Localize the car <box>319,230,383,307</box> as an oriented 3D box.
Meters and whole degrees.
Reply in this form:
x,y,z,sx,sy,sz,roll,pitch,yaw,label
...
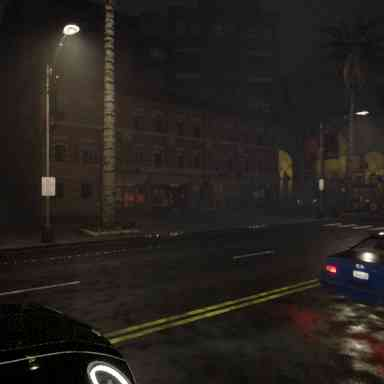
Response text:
x,y,z,sx,sy,sz,roll,pitch,yaw,label
5.093,1.547,7.473,5.357,1.411,2.033,0,0,-36,car

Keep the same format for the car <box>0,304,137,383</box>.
x,y,z,sx,sy,sz,roll,pitch,yaw,label
-2.539,1.352,1.880,4.553,1.767,2.097,0,0,-36,car
